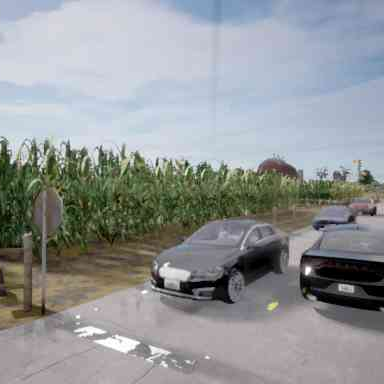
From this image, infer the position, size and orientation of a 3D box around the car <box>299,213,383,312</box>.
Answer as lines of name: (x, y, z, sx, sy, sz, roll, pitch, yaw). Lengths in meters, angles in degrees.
car: (3.962, 1.480, 7.710, 1.882, 1.535, 5.008, 0, 0, 33)

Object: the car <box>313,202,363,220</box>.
car: (8.896, 1.563, 20.505, 2.033, 1.411, 5.357, 0, 0, 33)

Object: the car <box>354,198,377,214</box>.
car: (16.668, 1.373, 32.383, 2.097, 1.767, 4.553, 0, 0, 33)

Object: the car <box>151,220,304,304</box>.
car: (0.989, 1.502, 8.428, 2.128, 1.511, 4.902, 0, 0, 34)
